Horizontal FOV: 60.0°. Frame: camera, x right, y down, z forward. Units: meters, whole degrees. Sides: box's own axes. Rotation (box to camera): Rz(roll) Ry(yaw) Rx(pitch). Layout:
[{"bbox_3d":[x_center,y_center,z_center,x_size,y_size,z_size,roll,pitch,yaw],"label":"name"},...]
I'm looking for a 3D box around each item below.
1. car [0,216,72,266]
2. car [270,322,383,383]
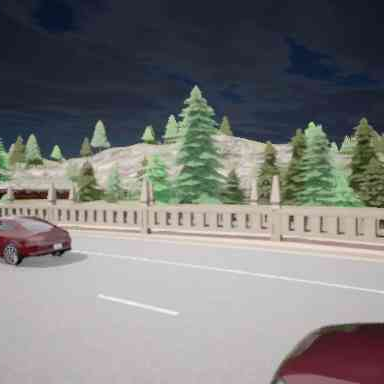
[{"bbox_3d":[-6.257,1.568,11.617,4.674,1.442,1.812,0,0,29],"label":"car"},{"bbox_3d":[2.539,1.541,1.989,4.181,1.385,1.994,0,0,37],"label":"car"}]
